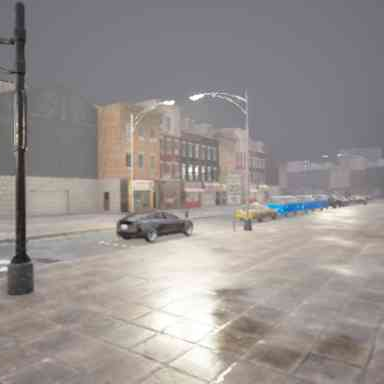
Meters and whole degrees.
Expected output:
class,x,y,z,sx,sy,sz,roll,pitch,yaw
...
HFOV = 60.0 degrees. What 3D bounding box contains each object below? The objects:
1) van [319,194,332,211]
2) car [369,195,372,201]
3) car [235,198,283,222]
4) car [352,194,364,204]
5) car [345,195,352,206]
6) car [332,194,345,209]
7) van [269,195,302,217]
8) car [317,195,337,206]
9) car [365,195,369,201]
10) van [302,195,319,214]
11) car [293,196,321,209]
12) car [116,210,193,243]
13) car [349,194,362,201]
class,x,y,z,sx,sy,sz,roll,pitch,yaw
van,14.755,1.229,38.971,1.690,1.788,3.998,0,0,36
car,38.685,1.338,73.637,2.008,1.369,4.403,0,0,36
car,4.981,1.458,25.294,1.752,1.417,4.829,0,0,36
car,27.919,1.271,57.391,1.967,1.590,4.097,0,0,36
car,21.337,1.299,48.181,1.967,1.590,4.097,0,0,36
car,18.046,1.188,43.576,2.192,1.841,5.009,0,0,36
van,8.173,1.259,29.761,1.690,1.788,3.998,0,0,36
car,21.437,1.339,52.760,1.882,1.535,5.008,0,0,35
car,31.210,1.399,61.996,1.802,1.307,4.206,0,0,36
van,11.464,1.243,34.366,1.690,1.788,3.998,0,0,36
car,15.378,1.379,44.264,2.128,1.511,4.902,0,0,36
car,-1.699,1.531,15.946,1.947,1.339,4.313,0,0,36
car,37.043,1.238,75.426,1.967,1.590,4.097,0,0,36
